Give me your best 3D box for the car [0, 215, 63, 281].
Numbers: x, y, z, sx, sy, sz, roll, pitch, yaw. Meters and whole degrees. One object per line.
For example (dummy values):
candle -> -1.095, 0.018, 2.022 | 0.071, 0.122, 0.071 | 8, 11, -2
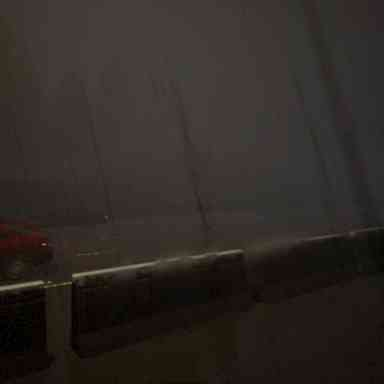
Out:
car -> -5.966, 1.525, 8.335 | 4.674, 1.442, 1.812 | 0, 0, -36

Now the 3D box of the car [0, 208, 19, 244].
car -> -10.033, 1.524, 14.033 | 4.674, 1.442, 1.812 | 0, 0, -36

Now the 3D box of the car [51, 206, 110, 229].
car -> -7.738, 1.527, 19.969 | 5.357, 1.411, 2.033 | 0, 0, -36

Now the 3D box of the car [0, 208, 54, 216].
car -> -7.696, 1.475, 11.400 | 5.008, 1.535, 1.882 | 0, 0, -36

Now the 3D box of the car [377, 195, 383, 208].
car -> 23.603, 1.176, 38.025 | 4.718, 1.301, 1.895 | -1, 1, -35
